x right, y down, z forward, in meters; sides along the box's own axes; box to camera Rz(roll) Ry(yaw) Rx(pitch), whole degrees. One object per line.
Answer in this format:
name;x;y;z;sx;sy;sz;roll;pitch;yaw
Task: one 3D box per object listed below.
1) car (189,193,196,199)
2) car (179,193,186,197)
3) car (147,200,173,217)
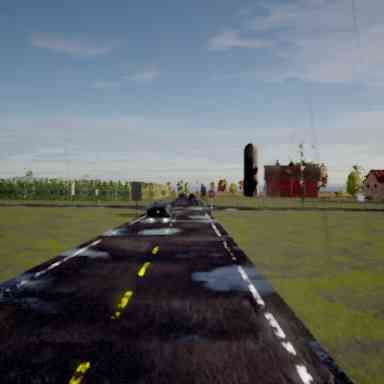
car;0.017;1.168;89.204;1.837;1.490;4.892;0;0;0
car;-2.734;0.846;95.065;1.994;1.385;4.181;0;0;0
car;-2.781;1.434;29.413;1.994;1.385;4.181;0;0;1
